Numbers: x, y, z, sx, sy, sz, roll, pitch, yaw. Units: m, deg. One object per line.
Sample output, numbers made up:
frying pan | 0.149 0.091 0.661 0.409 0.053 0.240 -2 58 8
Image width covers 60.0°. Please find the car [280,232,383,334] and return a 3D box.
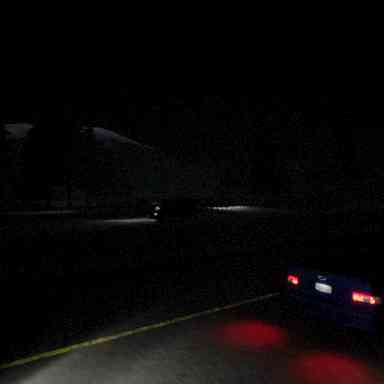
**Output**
car | 4.099 1.547 6.659 5.357 1.411 2.033 0 0 -35

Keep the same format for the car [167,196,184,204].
car | -3.202 1.564 62.532 1.994 1.385 4.181 0 0 -20

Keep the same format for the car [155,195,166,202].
car | -7.259 1.525 76.945 2.128 1.511 4.902 0 0 -10

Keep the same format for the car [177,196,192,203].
car | -1.496 1.525 68.208 1.812 1.442 4.674 0 0 -17

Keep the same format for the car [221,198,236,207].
car | 5.148 1.563 52.574 1.994 1.385 4.181 0 0 -29

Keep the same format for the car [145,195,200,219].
car | -1.743 1.351 28.689 4.553 1.767 2.097 0 0 -37

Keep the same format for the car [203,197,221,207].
car | 1.836 1.490 51.330 2.128 1.511 4.902 0 0 -27

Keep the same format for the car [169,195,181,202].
car | -4.065 1.539 79.208 2.033 1.411 5.357 0 0 -10

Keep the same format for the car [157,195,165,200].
car | -8.611 1.422 92.124 2.033 1.411 5.357 0 0 -3
